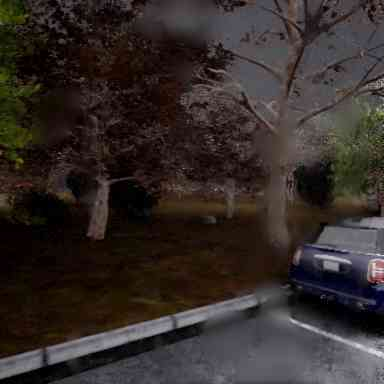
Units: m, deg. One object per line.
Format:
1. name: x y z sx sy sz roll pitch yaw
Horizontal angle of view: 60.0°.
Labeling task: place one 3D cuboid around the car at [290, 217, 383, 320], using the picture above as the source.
1. car: 4.261 1.321 7.116 4.553 1.767 2.185 0 0 -33
